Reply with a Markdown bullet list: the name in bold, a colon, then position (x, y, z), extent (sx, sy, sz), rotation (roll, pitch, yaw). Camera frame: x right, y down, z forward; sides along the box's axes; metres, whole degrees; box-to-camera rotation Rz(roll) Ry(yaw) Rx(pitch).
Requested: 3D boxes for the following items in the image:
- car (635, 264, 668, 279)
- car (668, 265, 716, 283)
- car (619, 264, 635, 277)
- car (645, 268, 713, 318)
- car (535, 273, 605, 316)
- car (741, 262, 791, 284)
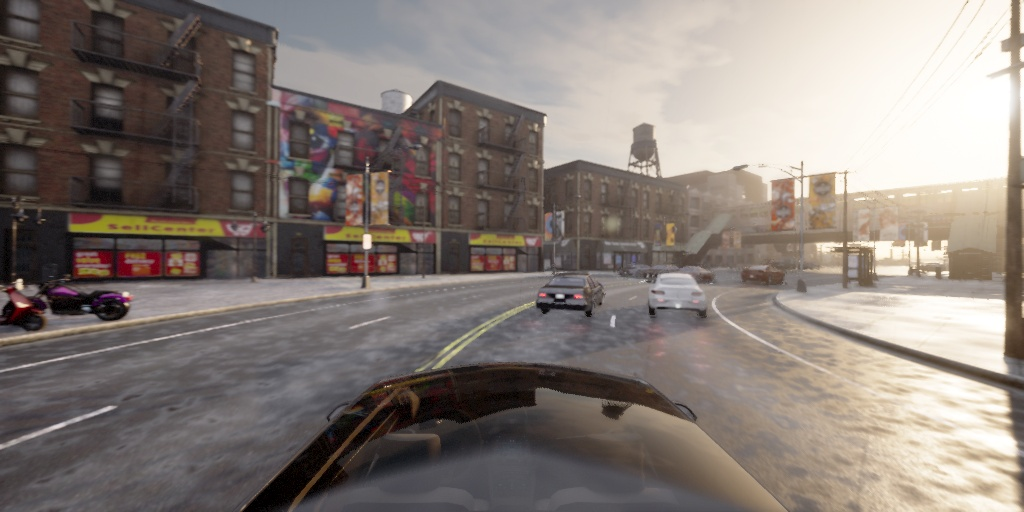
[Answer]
- **car**: position (14.439, 1.509, 34.135), extent (5.357, 1.411, 2.033), rotation (1, 0, -37)
- **car**: position (15.283, 1.523, 30.002), extent (4.181, 1.385, 1.994), rotation (1, 0, -38)
- **car**: position (13.117, 1.523, 37.479), extent (4.181, 1.385, 1.994), rotation (1, 0, -36)
- **car**: position (6.196, 1.361, 13.644), extent (1.812, 1.442, 4.674), rotation (0, 0, 22)
- **car**: position (2.421, 1.351, 13.833), extent (2.033, 1.411, 5.357), rotation (0, 0, 21)
- **car**: position (21.110, 1.488, 30.032), extent (5.008, 1.535, 1.882), rotation (1, 0, -36)
